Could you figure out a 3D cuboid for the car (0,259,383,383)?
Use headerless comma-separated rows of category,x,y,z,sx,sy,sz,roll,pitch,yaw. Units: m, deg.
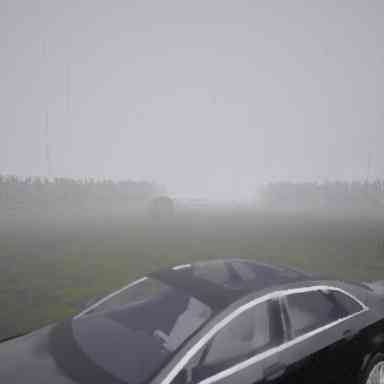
car,0.108,1.490,3.053,4.902,1.511,2.128,0,0,-35
